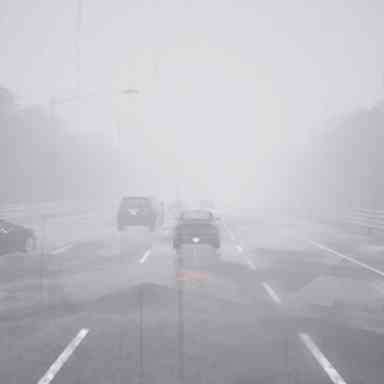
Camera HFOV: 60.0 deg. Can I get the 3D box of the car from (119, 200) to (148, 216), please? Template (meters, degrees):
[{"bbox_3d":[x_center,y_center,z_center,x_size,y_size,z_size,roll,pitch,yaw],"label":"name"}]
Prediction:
[{"bbox_3d":[-5.822,1.602,33.672,1.994,1.385,4.181,0,0,4],"label":"car"}]

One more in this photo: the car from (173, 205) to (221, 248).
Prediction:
[{"bbox_3d":[0.235,1.531,14.824,1.837,1.490,4.892,0,0,2],"label":"car"}]

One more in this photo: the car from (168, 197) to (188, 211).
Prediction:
[{"bbox_3d":[-1.725,1.661,41.709,1.895,1.301,4.718,0,0,5],"label":"car"}]

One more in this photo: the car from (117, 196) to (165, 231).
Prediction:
[{"bbox_3d":[-3.072,1.246,20.820,2.150,2.045,5.566,0,0,3],"label":"car"}]

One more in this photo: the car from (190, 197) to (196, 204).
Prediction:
[{"bbox_3d":[0.856,1.655,64.544,2.033,1.411,5.357,0,0,8],"label":"car"}]

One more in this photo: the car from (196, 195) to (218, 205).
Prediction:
[{"bbox_3d":[2.097,1.566,44.749,2.128,1.511,4.902,0,0,5],"label":"car"}]

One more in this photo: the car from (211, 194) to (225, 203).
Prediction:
[{"bbox_3d":[5.398,1.684,71.521,1.994,1.385,4.181,0,0,9],"label":"car"}]

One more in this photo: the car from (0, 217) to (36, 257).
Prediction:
[{"bbox_3d":[-6.881,1.506,10.722,1.837,1.490,4.892,0,0,1],"label":"car"}]
